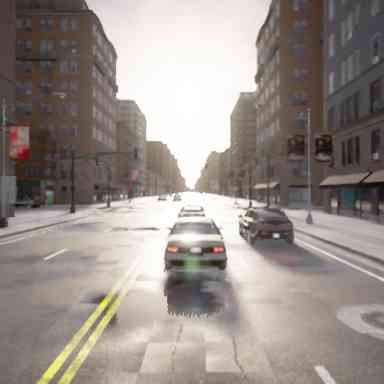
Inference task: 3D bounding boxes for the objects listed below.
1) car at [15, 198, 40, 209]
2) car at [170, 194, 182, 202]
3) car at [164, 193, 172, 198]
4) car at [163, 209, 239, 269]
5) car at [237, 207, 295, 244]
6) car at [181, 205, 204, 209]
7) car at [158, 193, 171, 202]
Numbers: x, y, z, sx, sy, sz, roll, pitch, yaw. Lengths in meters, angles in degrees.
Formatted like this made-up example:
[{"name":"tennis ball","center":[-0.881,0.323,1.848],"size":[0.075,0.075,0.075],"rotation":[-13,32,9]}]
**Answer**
[{"name":"car","center":[-22.158,1.512,43.525],"size":[4.313,1.339,1.947],"rotation":[0,0,0]},{"name":"car","center":[-3.308,1.393,74.309],"size":[1.812,1.442,4.674],"rotation":[0,0,0]},{"name":"car","center":[-6.571,0.952,89.934],"size":[1.837,1.490,4.892],"rotation":[0,0,0]},{"name":"car","center":[0.093,1.530,11.029],"size":[2.033,1.411,5.357],"rotation":[0,0,0]},{"name":"car","center":[3.338,1.479,15.598],"size":[1.837,1.490,4.892],"rotation":[0,0,0]},{"name":"car","center":[0.065,1.563,23.657],"size":[1.895,1.301,4.718],"rotation":[0,0,2]},{"name":"car","center":[-6.558,1.409,74.307],"size":[2.033,1.411,5.357],"rotation":[0,0,0]}]
